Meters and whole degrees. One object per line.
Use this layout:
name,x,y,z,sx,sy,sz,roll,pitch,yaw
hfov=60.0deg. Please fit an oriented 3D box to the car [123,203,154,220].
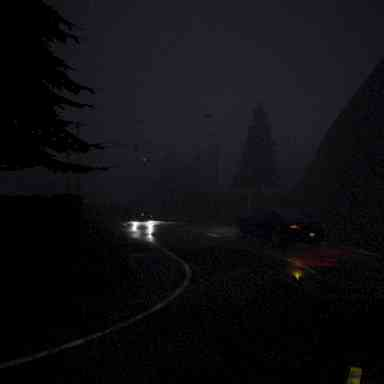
car,-4.519,1.597,27.817,1.994,1.385,4.181,0,0,-20

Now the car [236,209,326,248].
car,3.754,1.483,15.009,1.882,1.535,5.008,0,0,-20
